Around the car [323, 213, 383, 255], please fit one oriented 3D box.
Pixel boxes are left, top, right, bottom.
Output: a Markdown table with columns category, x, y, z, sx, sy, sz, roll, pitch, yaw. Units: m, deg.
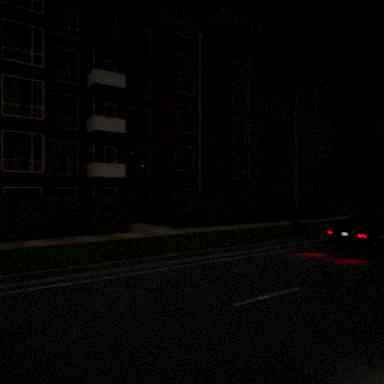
| category | x | y | z | sx | sy | sz | roll | pitch | yaw |
| --- | --- | --- | --- | --- | --- | --- | --- | --- | --- |
| car | 7.534 | 1.561 | 13.416 | 5.357 | 1.411 | 2.033 | 0 | 0 | -35 |
